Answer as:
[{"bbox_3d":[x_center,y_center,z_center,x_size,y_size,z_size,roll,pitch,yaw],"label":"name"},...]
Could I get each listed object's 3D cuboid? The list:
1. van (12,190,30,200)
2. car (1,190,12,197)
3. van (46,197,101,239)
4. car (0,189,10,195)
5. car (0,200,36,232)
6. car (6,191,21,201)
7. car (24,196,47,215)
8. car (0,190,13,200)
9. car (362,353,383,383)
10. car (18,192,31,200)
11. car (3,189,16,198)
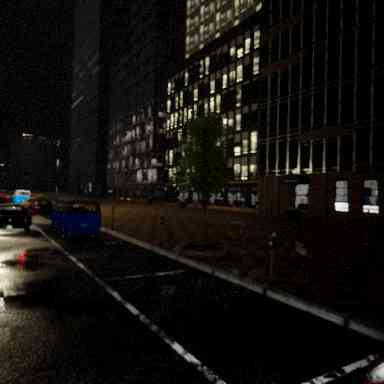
[{"bbox_3d":[-20.219,0.689,39.692,1.690,1.788,3.998,3,-1,-32],"label":"van"},{"bbox_3d":[-40.652,0.230,72.893,1.887,1.381,4.507,3,-1,-32],"label":"car"},{"bbox_3d":[-5.630,1.167,15.976,1.690,1.788,3.998,3,-1,-32],"label":"van"},{"bbox_3d":[-46.488,0.048,82.380,2.008,1.369,4.403,3,-1,-32],"label":"car"},{"bbox_3d":[-9.534,1.290,17.240,1.895,1.301,4.718,2,0,-31],"label":"car"},{"bbox_3d":[-29.069,0.585,54.064,1.752,1.417,4.829,3,-1,-32],"label":"car"},{"bbox_3d":[-11.476,1.216,25.459,1.802,1.307,4.206,3,-1,-32],"label":"car"},{"bbox_3d":[-19.895,0.826,34.167,1.882,1.535,5.008,2,0,-31],"label":"car"},{"bbox_3d":[3.119,1.554,1.744,1.967,1.590,4.097,3,-1,-32],"label":"car"},{"bbox_3d":[-14.480,1.061,30.347,1.752,1.417,4.829,3,-1,-32],"label":"car"},{"bbox_3d":[-34.812,0.314,63.408,1.967,1.590,4.097,3,-1,-32],"label":"car"}]
